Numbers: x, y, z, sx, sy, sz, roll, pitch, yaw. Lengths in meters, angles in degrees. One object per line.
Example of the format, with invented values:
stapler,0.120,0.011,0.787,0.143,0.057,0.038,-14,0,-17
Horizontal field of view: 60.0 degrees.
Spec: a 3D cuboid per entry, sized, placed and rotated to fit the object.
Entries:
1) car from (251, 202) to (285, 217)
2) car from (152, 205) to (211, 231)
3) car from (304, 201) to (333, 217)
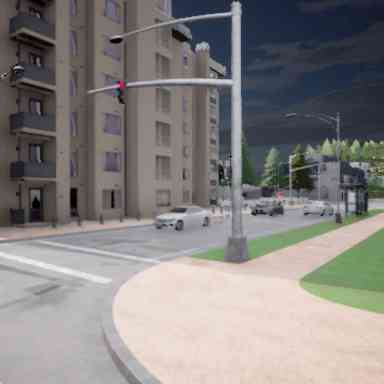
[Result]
car,7.304,1.630,31.953,1.994,1.385,4.181,0,0,37
car,-0.510,1.594,21.444,1.812,1.442,4.674,0,0,37
car,12.409,1.577,32.635,1.812,1.442,4.674,0,0,37
